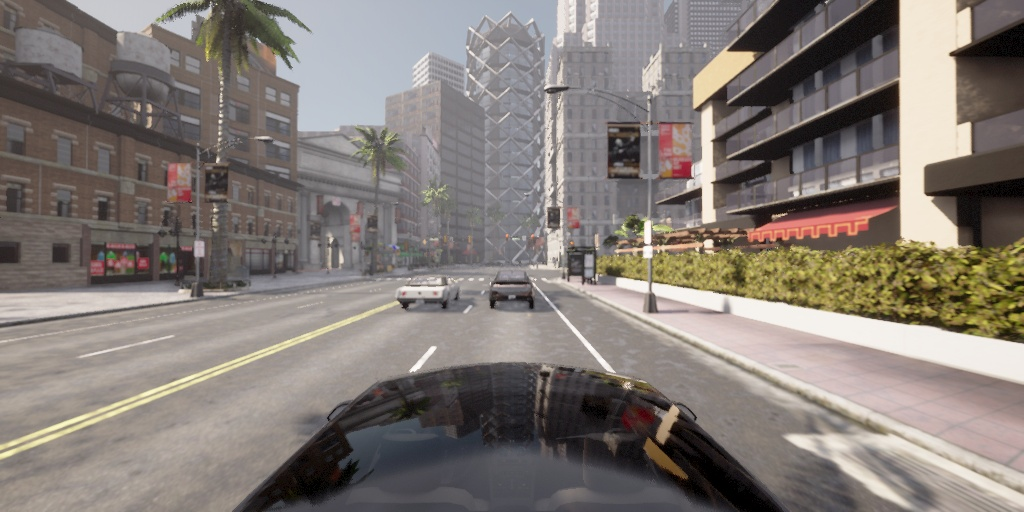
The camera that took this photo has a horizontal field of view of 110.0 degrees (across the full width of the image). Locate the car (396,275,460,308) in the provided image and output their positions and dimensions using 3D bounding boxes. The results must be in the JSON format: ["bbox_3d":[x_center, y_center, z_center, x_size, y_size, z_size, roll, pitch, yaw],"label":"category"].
[{"bbox_3d":[-3.502,1.482,15.891,1.895,1.301,4.718,0,0,0],"label":"car"}]

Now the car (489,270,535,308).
[{"bbox_3d":[0.000,1.375,16.078,2.128,1.511,4.902,0,0,0],"label":"car"}]
